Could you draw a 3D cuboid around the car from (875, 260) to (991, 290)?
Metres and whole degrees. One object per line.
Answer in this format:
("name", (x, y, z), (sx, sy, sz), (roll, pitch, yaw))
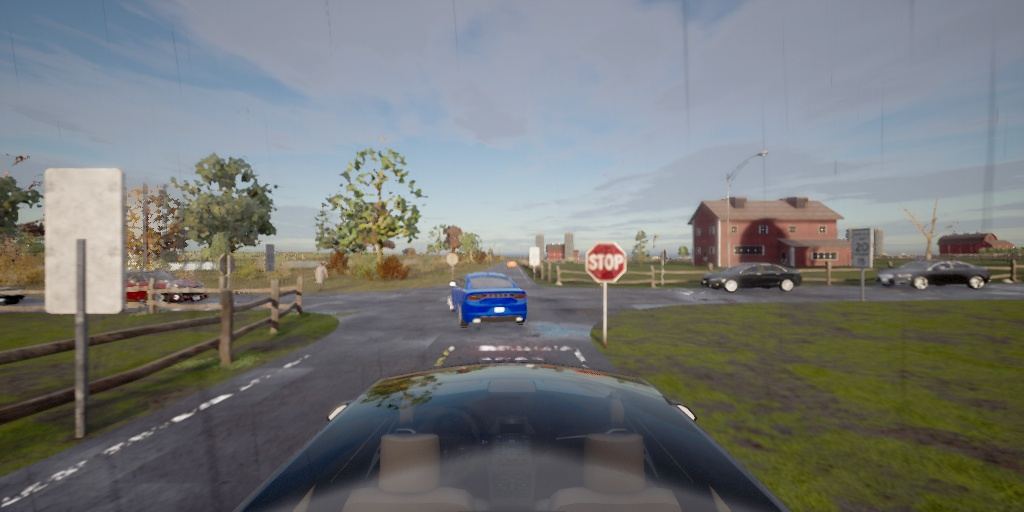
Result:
("car", (22.754, 0.992, 19.515), (4.902, 1.511, 2.128), (-1, 0, 0))

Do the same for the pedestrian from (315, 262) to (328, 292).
("pedestrian", (-12.159, 1.298, 22.809), (0.375, 1.860, 0.375), (0, 1, 0))

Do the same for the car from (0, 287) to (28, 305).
("car", (-26.368, 1.806, 17.037), (4.718, 1.301, 1.895), (-1, 0, 1))

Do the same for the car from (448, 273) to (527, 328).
("car", (-0.968, 1.293, 11.936), (1.882, 1.535, 5.008), (0, 0, -15))

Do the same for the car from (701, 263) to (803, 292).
("car", (13.001, 1.149, 19.631), (4.892, 1.490, 1.837), (-1, 0, 2))

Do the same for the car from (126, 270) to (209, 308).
("car", (-17.086, 1.428, 16.892), (4.553, 1.767, 2.097), (-1, 0, 1))
